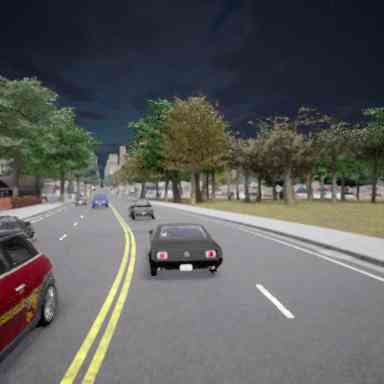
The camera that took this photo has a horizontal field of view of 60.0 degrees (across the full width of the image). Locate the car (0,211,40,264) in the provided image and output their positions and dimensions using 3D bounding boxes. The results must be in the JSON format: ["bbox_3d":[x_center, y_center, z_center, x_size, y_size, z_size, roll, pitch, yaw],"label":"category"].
[{"bbox_3d":[-7.385,1.567,12.097,2.033,1.411,5.357,0,0,-10],"label":"car"}]

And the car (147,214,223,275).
[{"bbox_3d":[-0.412,1.584,10.449,1.895,1.301,4.718,0,0,-7],"label":"car"}]

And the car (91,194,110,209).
[{"bbox_3d":[-12.713,1.239,46.235,2.150,2.045,5.566,0,0,-15],"label":"car"}]

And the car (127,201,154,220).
[{"bbox_3d":[-4.371,1.467,28.279,2.128,1.511,4.902,0,0,-15],"label":"car"}]

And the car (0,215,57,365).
[{"bbox_3d":[-3.271,1.359,3.887,2.097,1.767,4.553,0,0,-4],"label":"car"}]

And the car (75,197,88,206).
[{"bbox_3d":[-18.732,1.552,56.381,2.128,1.511,4.902,0,0,-15],"label":"car"}]
